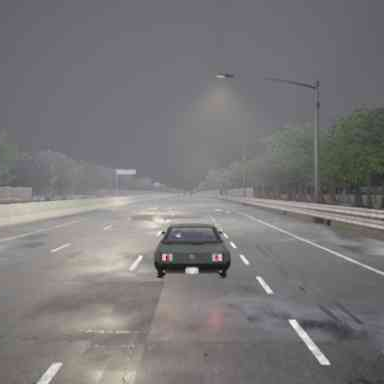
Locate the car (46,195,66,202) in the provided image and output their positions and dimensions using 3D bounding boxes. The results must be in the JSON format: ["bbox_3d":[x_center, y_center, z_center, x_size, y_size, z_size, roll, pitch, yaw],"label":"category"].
[{"bbox_3d":[-24.700,1.527,61.992,1.837,1.490,4.892,0,0,0],"label":"car"}]

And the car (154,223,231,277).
[{"bbox_3d":[-0.002,1.594,10.197,1.895,1.301,4.718,0,0,0],"label":"car"}]

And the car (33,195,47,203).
[{"bbox_3d":[-28.193,1.381,62.844,2.097,1.767,4.553,0,0,0],"label":"car"}]

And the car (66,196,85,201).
[{"bbox_3d":[-21.210,1.502,62.019,1.882,1.535,5.008,0,0,0],"label":"car"}]

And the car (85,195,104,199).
[{"bbox_3d":[-17.717,1.377,62.112,2.097,1.767,4.553,0,0,0],"label":"car"}]
